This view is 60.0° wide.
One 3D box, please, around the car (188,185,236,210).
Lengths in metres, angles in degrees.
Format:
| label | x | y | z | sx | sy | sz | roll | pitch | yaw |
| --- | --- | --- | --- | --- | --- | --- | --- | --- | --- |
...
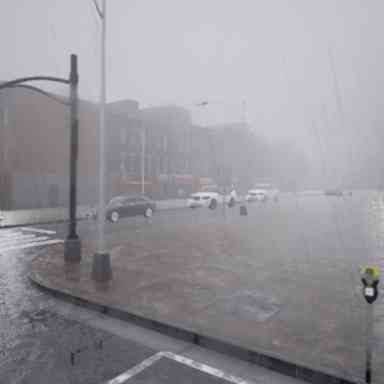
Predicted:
| label | x | y | z | sx | sy | sz | roll | pitch | yaw |
| --- | --- | --- | --- | --- | --- | --- | --- | --- | --- |
| car | 1.898 | 0.409 | 29.464 | 2.150 | 2.045 | 5.566 | 1 | 2 | 35 |

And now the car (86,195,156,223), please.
| label | x | y | z | sx | sy | sz | roll | pitch | yaw |
| --- | --- | --- | --- | --- | --- | --- | --- | --- | --- |
| car | -4.304 | 0.968 | 20.773 | 1.837 | 1.490 | 4.892 | 1 | 2 | 36 |

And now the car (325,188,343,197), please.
| label | x | y | z | sx | sy | sz | roll | pitch | yaw |
| --- | --- | --- | --- | --- | --- | --- | --- | --- | --- |
| car | 22.994 | 0.023 | 53.952 | 2.033 | 1.411 | 5.357 | 1 | 2 | 35 |

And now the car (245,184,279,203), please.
| label | x | y | z | sx | sy | sz | roll | pitch | yaw |
| --- | --- | --- | --- | --- | --- | --- | --- | --- | --- |
| car | 8.166 | 0.143 | 38.227 | 2.150 | 2.045 | 5.566 | 1 | 2 | 35 |
